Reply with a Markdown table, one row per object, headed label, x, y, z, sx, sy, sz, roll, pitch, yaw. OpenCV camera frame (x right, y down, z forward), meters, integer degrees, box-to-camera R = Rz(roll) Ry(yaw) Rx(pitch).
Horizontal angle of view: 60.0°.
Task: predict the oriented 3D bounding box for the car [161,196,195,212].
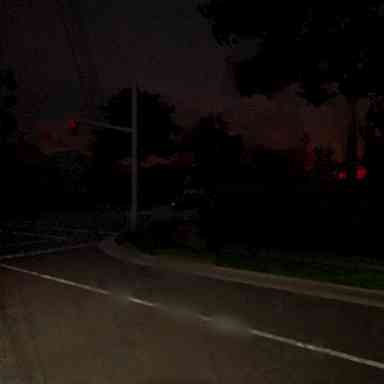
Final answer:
| label | x | y | z | sx | sy | sz | roll | pitch | yaw |
| --- | --- | --- | --- | --- | --- | --- | --- | --- | --- |
| car | -1.662 | 1.329 | 39.187 | 2.097 | 1.767 | 4.553 | 0 | 0 | 35 |
